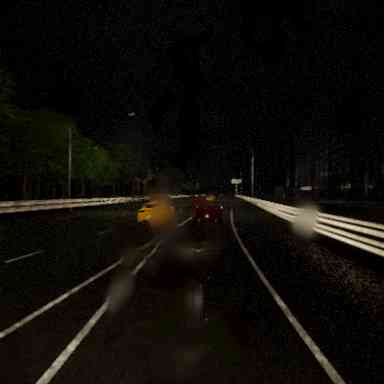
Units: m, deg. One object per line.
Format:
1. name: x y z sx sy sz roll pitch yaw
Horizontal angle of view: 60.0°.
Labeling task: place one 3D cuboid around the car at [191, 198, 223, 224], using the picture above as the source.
1. car: 1.331 1.515 25.458 1.882 1.535 5.008 0 0 6

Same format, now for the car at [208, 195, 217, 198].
1. car: 4.555 1.632 83.340 1.882 1.535 5.008 1 0 7

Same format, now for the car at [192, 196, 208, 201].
1. car: 1.070 1.544 53.500 1.882 1.535 5.008 1 0 7

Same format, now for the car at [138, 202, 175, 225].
1. car: -2.452 1.481 24.058 1.882 1.535 5.008 0 0 7
